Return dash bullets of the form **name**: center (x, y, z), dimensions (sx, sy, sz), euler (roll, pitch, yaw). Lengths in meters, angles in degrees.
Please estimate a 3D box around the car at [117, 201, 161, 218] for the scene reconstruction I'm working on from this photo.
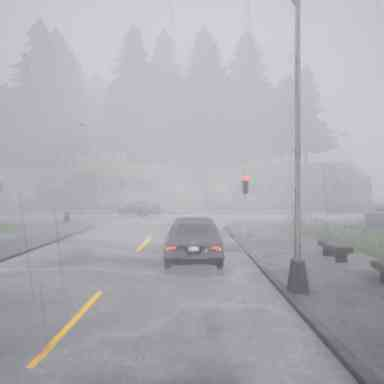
- **car**: center (-4.905, 1.539, 30.738), dimensions (4.674, 1.442, 1.812), euler (0, -1, 37)

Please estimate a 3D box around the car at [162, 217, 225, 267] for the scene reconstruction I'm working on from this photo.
- **car**: center (0.062, 1.552, 11.313), dimensions (2.033, 1.411, 5.357), euler (0, 0, 0)
